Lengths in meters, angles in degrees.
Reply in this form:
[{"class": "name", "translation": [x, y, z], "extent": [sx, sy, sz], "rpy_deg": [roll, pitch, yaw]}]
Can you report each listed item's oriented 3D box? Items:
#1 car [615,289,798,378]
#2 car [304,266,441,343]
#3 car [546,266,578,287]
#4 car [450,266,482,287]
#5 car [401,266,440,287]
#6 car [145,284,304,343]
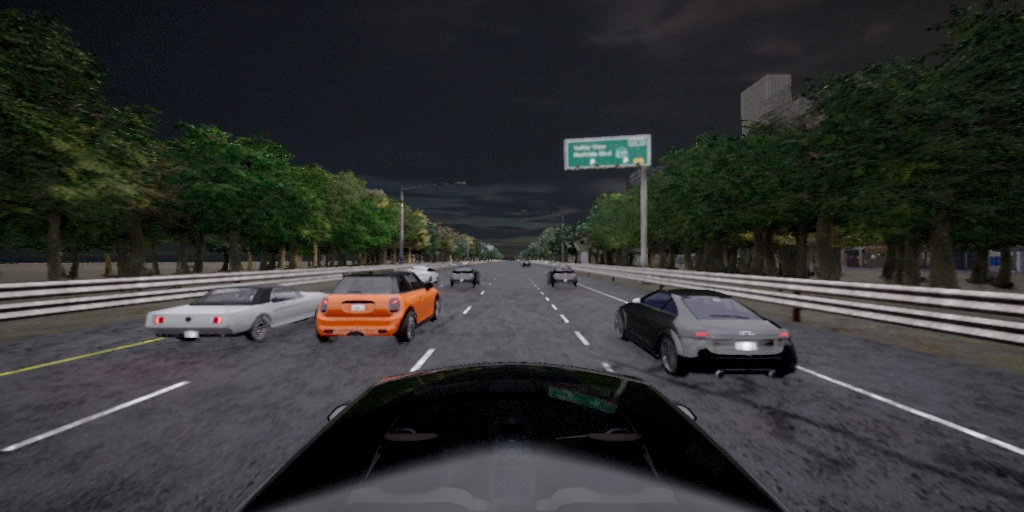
[{"class": "car", "translation": [3.596, 1.368, 7.504], "extent": [1.994, 1.385, 4.181], "rpy_deg": [0, -1, 0]}, {"class": "car", "translation": [-3.400, 1.178, 10.058], "extent": [2.097, 1.767, 4.553], "rpy_deg": [0, -1, 0]}, {"class": "car", "translation": [3.620, 1.466, 26.582], "extent": [2.128, 1.511, 4.902], "rpy_deg": [0, -1, 0]}, {"class": "car", "translation": [-3.381, 1.465, 26.586], "extent": [2.128, 1.511, 4.902], "rpy_deg": [0, -1, 0]}, {"class": "car", "translation": [-6.878, 1.508, 27.541], "extent": [1.812, 1.442, 4.674], "rpy_deg": [0, -1, 0]}, {"class": "car", "translation": [-6.898, 1.426, 9.947], "extent": [1.895, 1.301, 4.718], "rpy_deg": [0, -1, 0]}]
